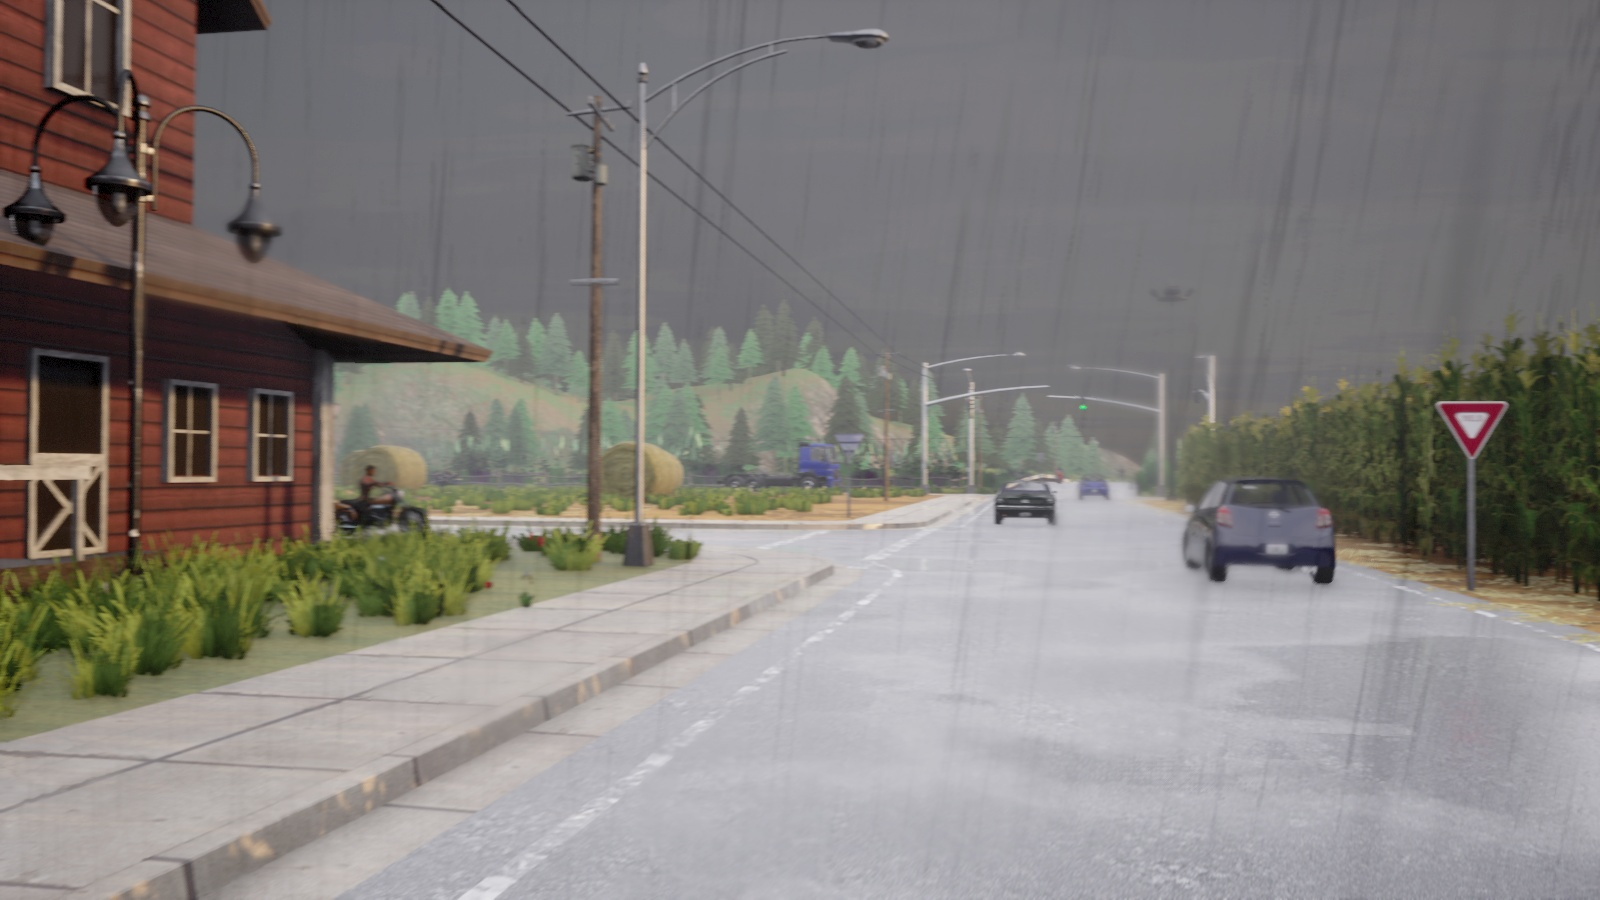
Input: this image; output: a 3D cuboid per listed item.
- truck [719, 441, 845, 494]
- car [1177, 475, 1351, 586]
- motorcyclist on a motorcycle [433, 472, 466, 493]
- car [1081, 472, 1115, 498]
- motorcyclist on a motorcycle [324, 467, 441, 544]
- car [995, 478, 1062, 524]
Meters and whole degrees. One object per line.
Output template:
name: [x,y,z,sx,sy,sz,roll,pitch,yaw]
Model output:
truck: [-1.195,1.182,83.645,7.936,3.462,2.891,0,-1,14]
car: [6.880,1.131,18.989,1.845,1.501,3.633,0,-1,10]
motorcyclist on a motorcycle: [-26.008,2.398,93.253,2.191,1.530,0.866,0,-1,14]
car: [17.260,2.005,72.897,1.816,1.474,4.193,0,-1,12]
motorcyclist on a motorcycle: [-9.183,1.210,27.675,2.350,1.649,0.766,0,-1,10]
car: [7.092,1.547,38.915,1.895,1.301,4.718,0,-1,11]
